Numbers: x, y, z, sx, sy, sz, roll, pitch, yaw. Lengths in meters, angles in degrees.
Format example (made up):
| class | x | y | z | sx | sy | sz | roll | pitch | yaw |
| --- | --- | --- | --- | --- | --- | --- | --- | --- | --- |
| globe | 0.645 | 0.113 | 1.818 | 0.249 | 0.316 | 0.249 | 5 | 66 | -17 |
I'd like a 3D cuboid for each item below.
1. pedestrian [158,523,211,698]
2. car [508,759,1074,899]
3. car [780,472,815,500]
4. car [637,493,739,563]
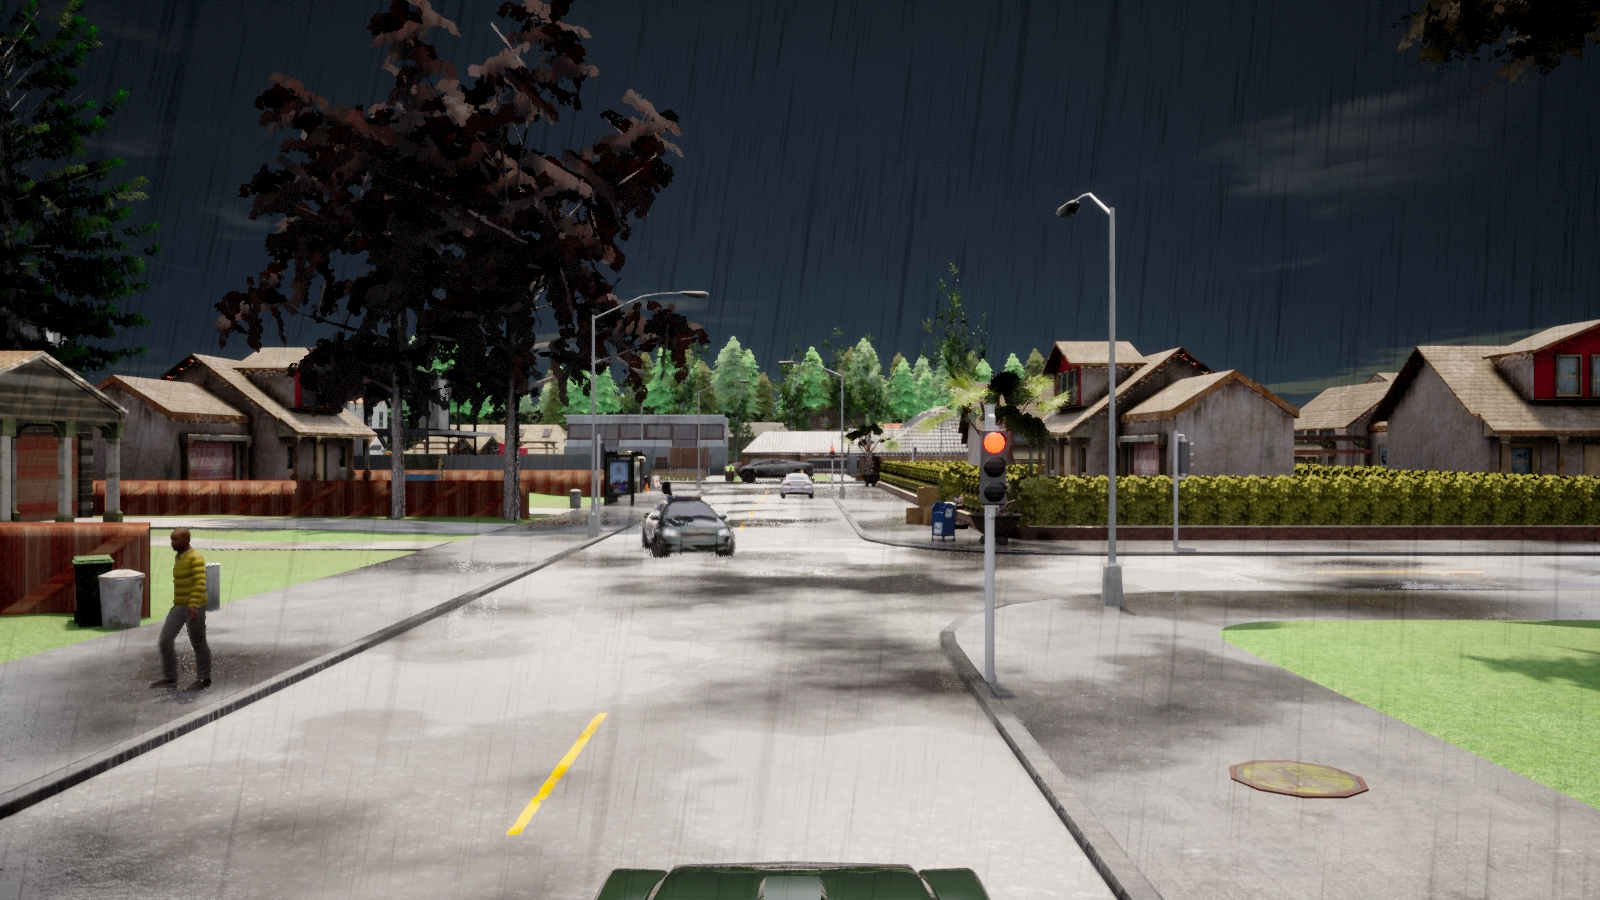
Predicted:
| class | x | y | z | sx | sy | sz | roll | pitch | yaw |
| --- | --- | --- | --- | --- | --- | --- | --- | --- | --- |
| pedestrian | -6.776 | 1.746 | 12.581 | 0.375 | 1.860 | 0.375 | 0 | 0 | 33 |
| car | -0.028 | 2.155 | 3.193 | 1.895 | 1.301 | 4.718 | 0 | 0 | 0 |
| car | -0.164 | 2.081 | 66.907 | 2.002 | 1.442 | 4.674 | 0 | 0 | 0 |
| car | -3.135 | 2.038 | 31.062 | 2.038 | 1.542 | 4.974 | 0 | 0 | -14 |
